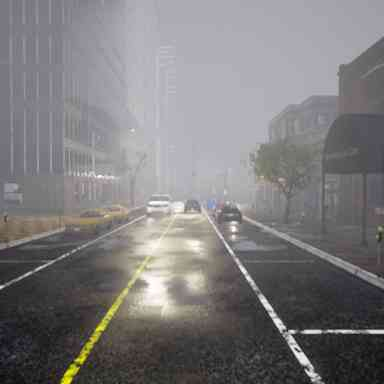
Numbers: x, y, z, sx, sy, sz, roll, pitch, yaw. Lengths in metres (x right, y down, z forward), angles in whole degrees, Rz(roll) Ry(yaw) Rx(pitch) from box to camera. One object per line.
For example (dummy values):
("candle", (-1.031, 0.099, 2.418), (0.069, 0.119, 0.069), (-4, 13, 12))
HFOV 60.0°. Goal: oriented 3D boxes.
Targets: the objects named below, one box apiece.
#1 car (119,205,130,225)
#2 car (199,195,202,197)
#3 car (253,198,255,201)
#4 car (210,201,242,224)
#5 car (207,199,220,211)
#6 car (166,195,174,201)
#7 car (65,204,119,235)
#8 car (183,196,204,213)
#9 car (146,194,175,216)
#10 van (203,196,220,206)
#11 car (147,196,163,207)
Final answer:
("car", (-5.734, 1.563, 24.528), (1.752, 1.417, 4.829), (-1, 0, 0))
("car", (0.033, 1.549, 47.170), (1.882, 1.535, 5.008), (0, 0, -1))
("car", (16.428, 1.538, 75.650), (5.009, 1.841, 2.192), (1, 0, 1))
("car", (2.646, 1.604, 24.697), (1.947, 1.339, 4.313), (-1, 0, 0))
("car", (2.640, 1.628, 30.231), (1.802, 1.307, 4.206), (-1, 0, 0))
("car", (-5.957, 1.665, 90.150), (1.752, 1.417, 4.829), (-1, 0, 0))
("car", (-5.727, 1.554, 18.994), (1.752, 1.417, 4.829), (-1, 0, 0))
("car", (0.041, 1.561, 37.232), (1.837, 1.490, 4.892), (0, 0, 0))
("car", (-3.144, 1.272, 33.019), (2.150, 2.045, 5.566), (0, 0, 0))
("van", (2.622, 1.404, 41.301), (1.690, 1.788, 3.998), (-1, 0, 0))
("car", (-5.772, 1.520, 52.373), (1.967, 1.590, 4.097), (-1, 0, 0))
